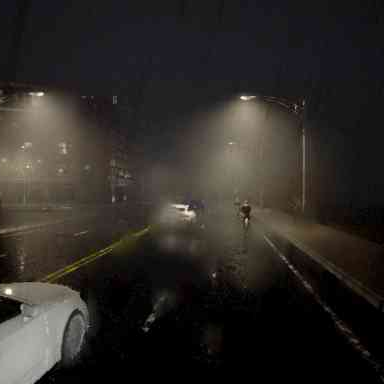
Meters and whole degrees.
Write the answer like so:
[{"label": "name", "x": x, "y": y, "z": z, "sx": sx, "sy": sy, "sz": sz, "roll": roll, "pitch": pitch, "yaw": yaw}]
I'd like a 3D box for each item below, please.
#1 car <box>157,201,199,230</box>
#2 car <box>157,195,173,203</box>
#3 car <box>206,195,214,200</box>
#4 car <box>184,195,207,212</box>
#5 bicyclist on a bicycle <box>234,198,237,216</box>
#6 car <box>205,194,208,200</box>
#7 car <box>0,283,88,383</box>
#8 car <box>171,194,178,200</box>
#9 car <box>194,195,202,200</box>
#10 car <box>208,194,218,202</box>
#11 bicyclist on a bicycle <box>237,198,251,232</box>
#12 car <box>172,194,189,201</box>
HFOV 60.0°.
[{"label": "car", "x": -0.826, "y": 1.518, "z": 20.731, "sx": 1.812, "sy": 1.442, "sz": 4.674, "roll": 0, "pitch": 0, "yaw": 5}, {"label": "car", "x": -5.180, "y": 1.569, "z": 60.604, "sx": 1.895, "sy": 1.301, "sz": 4.718, "roll": 0, "pitch": 0, "yaw": 2}, {"label": "car", "x": 4.868, "y": 1.516, "z": 91.565, "sx": 1.895, "sy": 1.301, "sz": 4.718, "roll": 0, "pitch": 0, "yaw": -1}, {"label": "car", "x": 0.495, "y": 1.459, "z": 38.583, "sx": 1.882, "sy": 1.535, "sz": 5.008, "roll": 0, "pitch": 0, "yaw": 4}, {"label": "bicyclist on a bicycle", "x": 3.847, "y": 1.356, "z": 28.294, "sx": 0.659, "sy": 1.776, "sz": 1.843, "roll": 0, "pitch": 0, "yaw": 4}, {"label": "car", "x": 1.368, "y": 1.492, "z": 57.041, "sx": 1.812, "sy": 1.442, "sz": 4.674, "roll": 0, "pitch": 0, "yaw": 2}, {"label": "car", "x": -2.603, "y": 1.525, "z": 2.956, "sx": 1.812, "sy": 1.442, "sz": 4.674, "roll": 0, "pitch": 0, "yaw": 6}, {"label": "car", "x": -4.912, "y": 1.333, "z": 93.273, "sx": 1.882, "sy": 1.535, "sz": 5.008, "roll": 0, "pitch": 0, "yaw": -1}, {"label": "car", "x": 1.600, "y": 1.475, "z": 92.755, "sx": 1.994, "sy": 1.385, "sz": 4.181, "roll": 0, "pitch": 0, "yaw": -1}, {"label": "car", "x": 4.938, "y": 1.442, "z": 76.330, "sx": 1.837, "sy": 1.490, "sz": 4.892, "roll": 0, "pitch": 0, "yaw": 0}, {"label": "bicyclist on a bicycle", "x": 3.107, "y": 1.363, "z": 19.248, "sx": 0.659, "sy": 1.776, "sz": 1.843, "roll": 0, "pitch": 0, "yaw": 5}, {"label": "car", "x": -1.924, "y": 1.513, "z": 60.563, "sx": 2.033, "sy": 1.411, "sz": 5.357, "roll": 0, "pitch": 0, "yaw": 2}]
